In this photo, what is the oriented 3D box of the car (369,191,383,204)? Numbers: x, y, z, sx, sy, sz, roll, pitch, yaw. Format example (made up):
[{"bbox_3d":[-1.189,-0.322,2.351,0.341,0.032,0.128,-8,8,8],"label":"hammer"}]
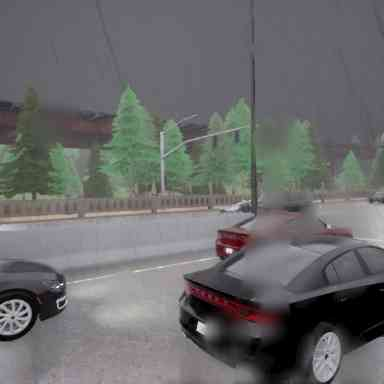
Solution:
[{"bbox_3d":[24.989,0.692,43.450,4.892,1.490,1.837,-1,1,-36],"label":"car"}]

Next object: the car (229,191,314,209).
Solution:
[{"bbox_3d":[5.300,0.959,20.721,5.566,2.045,2.150,-1,1,-36],"label":"car"}]

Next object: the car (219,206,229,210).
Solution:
[{"bbox_3d":[4.004,1.245,24.098,4.674,1.442,1.812,-1,1,-36],"label":"car"}]

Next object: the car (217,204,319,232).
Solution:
[{"bbox_3d":[2.999,1.358,10.238,5.008,1.535,1.882,-1,1,-35],"label":"car"}]

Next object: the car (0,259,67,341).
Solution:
[{"bbox_3d":[-4.423,1.504,4.895,4.892,1.490,1.837,0,0,-35],"label":"car"}]

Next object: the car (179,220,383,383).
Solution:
[{"bbox_3d":[2.157,1.421,5.350,5.008,1.535,1.882,-1,1,-35],"label":"car"}]
